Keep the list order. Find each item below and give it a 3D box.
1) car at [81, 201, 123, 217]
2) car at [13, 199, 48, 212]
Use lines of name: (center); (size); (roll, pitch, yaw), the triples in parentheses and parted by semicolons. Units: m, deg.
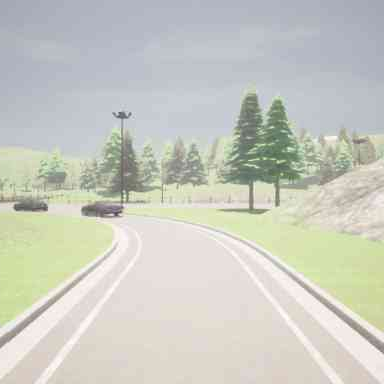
car: (-8.509, 1.547, 31.300); (2.033, 1.411, 5.357); (0, 0, -42)
car: (-18.994, 1.564, 39.120); (4.181, 1.385, 1.994); (0, 0, 25)
